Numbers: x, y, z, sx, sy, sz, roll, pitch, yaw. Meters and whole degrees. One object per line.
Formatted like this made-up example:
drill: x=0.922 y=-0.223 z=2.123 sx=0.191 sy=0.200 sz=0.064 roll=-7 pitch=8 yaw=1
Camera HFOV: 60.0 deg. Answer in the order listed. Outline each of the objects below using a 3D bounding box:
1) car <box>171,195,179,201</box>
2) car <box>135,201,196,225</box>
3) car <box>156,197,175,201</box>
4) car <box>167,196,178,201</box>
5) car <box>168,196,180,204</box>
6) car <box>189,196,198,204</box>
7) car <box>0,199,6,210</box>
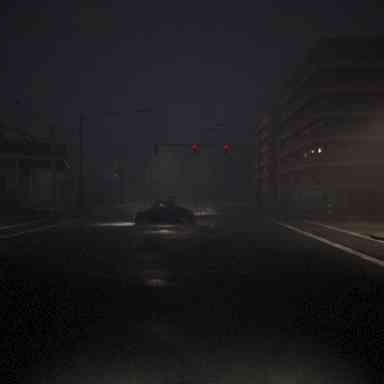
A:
car: x=-3.321 y=1.352 z=52.551 sx=2.097 sy=1.767 sz=4.553 roll=0 pitch=0 yaw=0
car: x=-1.908 y=1.564 z=23.407 sx=4.181 sy=1.385 sz=1.994 roll=0 pitch=0 yaw=0
car: x=-3.168 y=1.547 z=34.715 sx=2.033 sy=1.411 sz=5.357 roll=0 pitch=0 yaw=-1
car: x=-3.248 y=1.564 z=43.955 sx=1.994 sy=1.385 sz=4.181 roll=0 pitch=0 yaw=0
car: x=-3.382 y=1.564 z=62.569 sx=1.994 sy=1.385 sz=4.181 roll=0 pitch=0 yaw=0
car: x=0.260 y=1.526 z=65.000 sx=1.812 sy=1.442 sz=4.674 roll=0 pitch=0 yaw=0
car: x=-24.046 y=1.456 z=38.922 sx=3.806 sy=1.475 sz=1.970 roll=0 pitch=0 yaw=1
